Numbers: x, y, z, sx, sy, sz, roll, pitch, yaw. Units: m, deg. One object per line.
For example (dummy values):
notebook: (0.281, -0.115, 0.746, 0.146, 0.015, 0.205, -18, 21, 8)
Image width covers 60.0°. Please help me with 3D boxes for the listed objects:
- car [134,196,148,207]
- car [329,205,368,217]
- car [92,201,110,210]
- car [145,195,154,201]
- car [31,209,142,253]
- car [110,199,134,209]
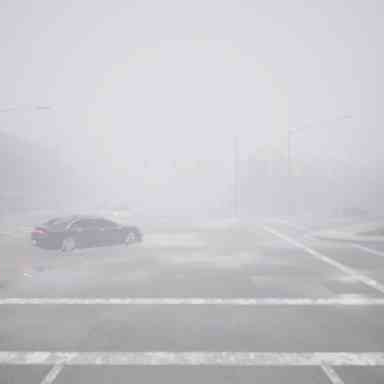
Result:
car: (-10.507, 2.098, 65.881, 2.033, 1.411, 5.357, 0, 0, 0)
car: (18.864, 2.264, 39.963, 5.357, 1.411, 2.033, 1, -1, -31)
car: (-14.082, 2.201, 52.294, 2.033, 1.411, 5.357, 0, 0, 0)
car: (-10.494, 1.524, 81.466, 2.150, 2.045, 5.566, 0, -1, 0)
car: (-4.506, 1.772, 14.885, 4.892, 1.490, 1.837, 1, 2, -43)
car: (-10.585, 2.225, 50.303, 1.994, 1.385, 4.181, 0, 0, 0)
